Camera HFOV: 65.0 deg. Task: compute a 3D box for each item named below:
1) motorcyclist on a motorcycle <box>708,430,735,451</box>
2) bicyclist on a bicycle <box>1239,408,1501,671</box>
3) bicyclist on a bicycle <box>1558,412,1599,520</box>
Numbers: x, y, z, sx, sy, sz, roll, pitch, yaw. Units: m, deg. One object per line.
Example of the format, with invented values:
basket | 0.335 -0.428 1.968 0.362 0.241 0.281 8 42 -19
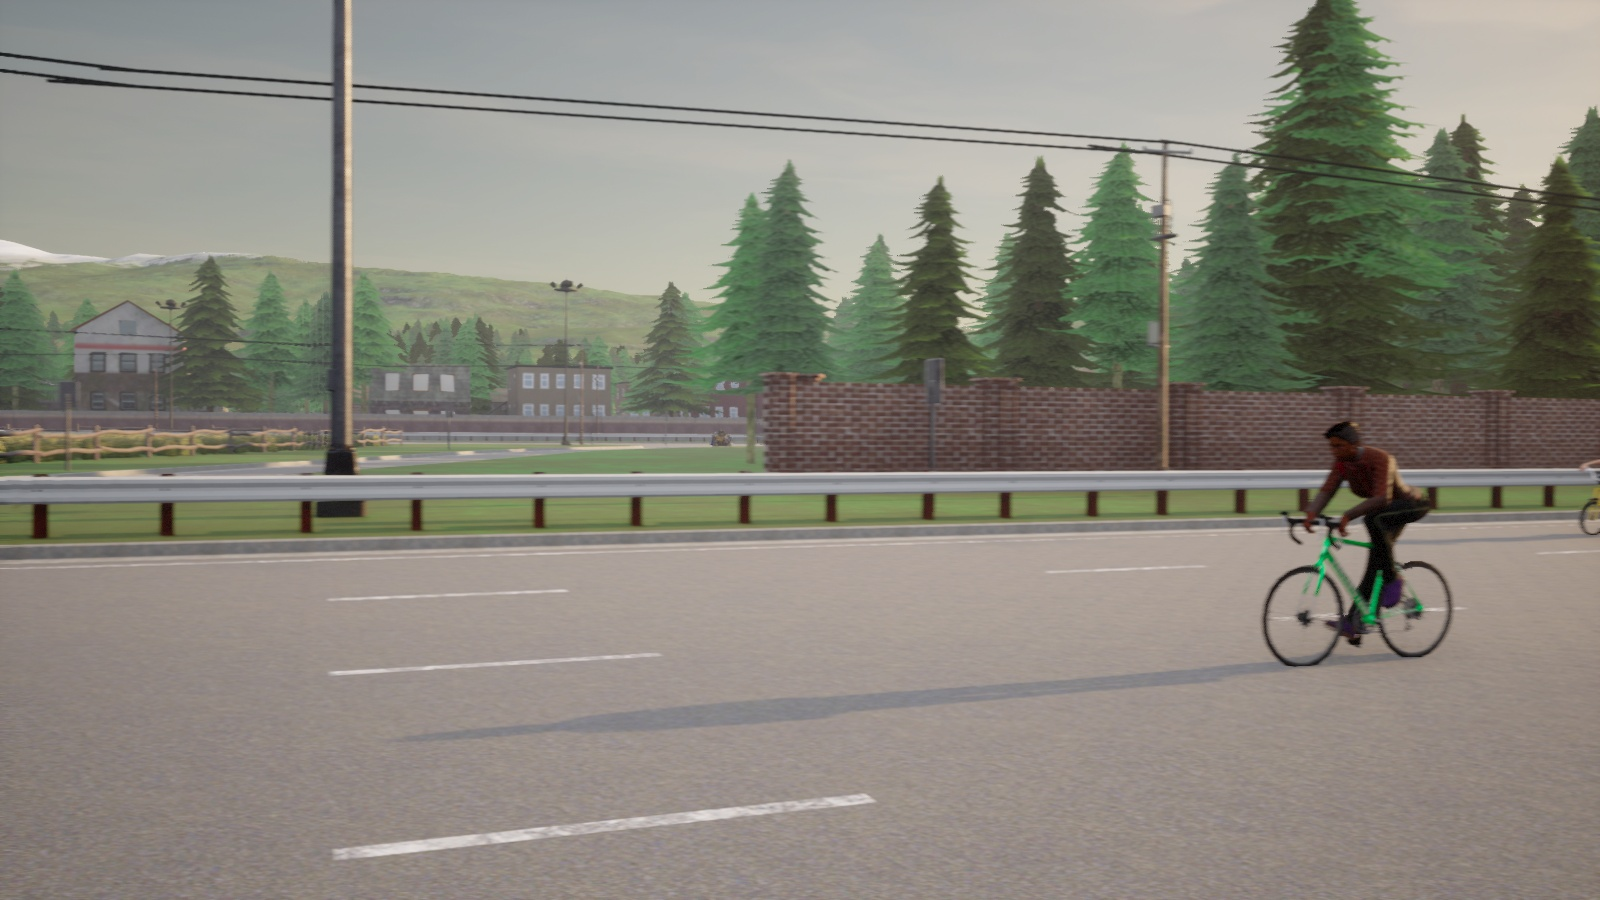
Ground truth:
motorcyclist on a motorcycle | -5.928 -0.738 94.909 0.866 1.530 2.191 0 1 36
bicyclist on a bicycle | 3.832 0.550 8.436 1.656 1.620 0.582 -2 1 -21
bicyclist on a bicycle | 12.550 0.226 19.226 1.509 1.612 0.866 -1 1 -21
